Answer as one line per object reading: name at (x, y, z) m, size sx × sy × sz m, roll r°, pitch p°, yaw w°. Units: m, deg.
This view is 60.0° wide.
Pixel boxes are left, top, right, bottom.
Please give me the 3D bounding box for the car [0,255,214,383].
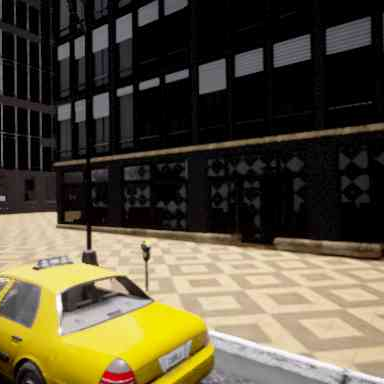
car at (-2.038, 1.541, 4.511) m, size 4.829 × 1.417 × 1.752 m, roll 0°, pitch -1°, yaw 35°
